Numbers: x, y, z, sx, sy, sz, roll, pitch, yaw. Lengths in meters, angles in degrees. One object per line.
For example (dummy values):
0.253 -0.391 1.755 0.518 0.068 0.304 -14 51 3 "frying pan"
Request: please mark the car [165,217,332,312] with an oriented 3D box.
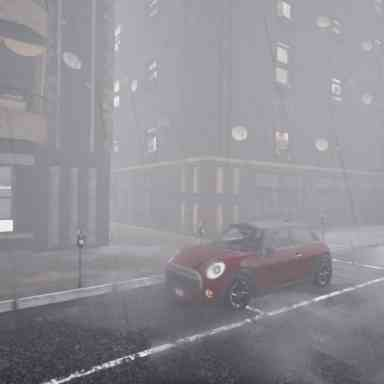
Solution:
1.373 1.442 7.684 4.097 1.590 1.967 0 1 -36 "car"
